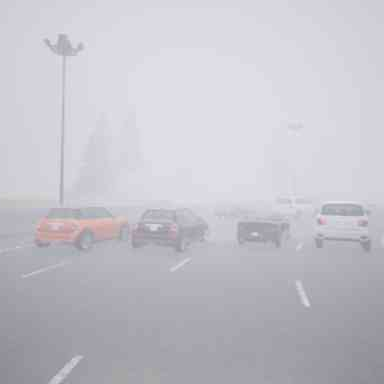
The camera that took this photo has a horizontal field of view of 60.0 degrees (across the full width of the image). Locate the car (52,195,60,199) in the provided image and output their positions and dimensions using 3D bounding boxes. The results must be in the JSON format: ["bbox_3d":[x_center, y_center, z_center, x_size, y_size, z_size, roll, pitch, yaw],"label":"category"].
[{"bbox_3d":[-31.117,1.427,78.151,1.812,1.442,4.674,1,0,3],"label":"car"}]

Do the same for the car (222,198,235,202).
[{"bbox_3d":[8.041,1.813,56.379,4.674,1.442,1.812,0,0,-29],"label":"car"}]

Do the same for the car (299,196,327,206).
[{"bbox_3d":[22.773,1.739,62.760,4.553,1.767,2.097,0,0,-17],"label":"car"}]

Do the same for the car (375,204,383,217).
[{"bbox_3d":[17.483,1.776,33.075,5.008,1.535,1.882,0,-1,-36],"label":"car"}]

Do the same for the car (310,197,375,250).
[{"bbox_3d":[7.173,1.433,15.784,2.150,2.045,5.566,0,-1,26],"label":"car"}]

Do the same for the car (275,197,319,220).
[{"bbox_3d":[9.934,1.492,31.472,5.566,2.045,2.150,0,-1,-43],"label":"car"}]

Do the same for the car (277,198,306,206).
[{"bbox_3d":[19.508,1.919,65.414,5.357,1.411,2.033,0,0,-20],"label":"car"}]

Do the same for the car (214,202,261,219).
[{"bbox_3d":[4.063,1.828,30.183,1.895,1.301,4.718,0,0,40],"label":"car"}]

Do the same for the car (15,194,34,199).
[{"bbox_3d":[-31.482,1.162,62.474,2.097,1.767,4.553,1,0,-4],"label":"car"}]

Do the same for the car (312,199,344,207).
[{"bbox_3d":[24.305,1.932,59.503,5.357,1.411,2.033,0,0,-18],"label":"car"}]

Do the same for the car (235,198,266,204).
[{"bbox_3d":[9.754,1.817,53.195,4.674,1.442,1.812,0,0,-30],"label":"car"}]

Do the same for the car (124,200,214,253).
[{"bbox_3d":[-0.757,1.417,14.445,2.097,1.767,4.553,1,0,19],"label":"car"}]

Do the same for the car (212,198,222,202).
[{"bbox_3d":[4.929,1.773,58.615,4.892,1.490,1.837,0,0,-31],"label":"car"}]

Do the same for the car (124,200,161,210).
[{"bbox_3d":[-6.574,1.708,44.835,1.895,1.301,4.718,1,0,44],"label":"car"}]

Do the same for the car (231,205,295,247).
[{"bbox_3d":[3.617,1.629,16.168,1.882,1.535,5.008,0,0,23],"label":"car"}]

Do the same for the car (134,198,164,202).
[{"bbox_3d":[-4.512,1.635,41.654,1.837,1.490,4.892,0,-1,44],"label":"car"}]

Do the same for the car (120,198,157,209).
[{"bbox_3d":[-7.757,1.589,48.581,4.902,1.511,2.128,1,0,-45],"label":"car"}]

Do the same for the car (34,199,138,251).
[{"bbox_3d":[-4.459,1.351,14.335,2.097,1.767,4.553,1,0,17],"label":"car"}]
